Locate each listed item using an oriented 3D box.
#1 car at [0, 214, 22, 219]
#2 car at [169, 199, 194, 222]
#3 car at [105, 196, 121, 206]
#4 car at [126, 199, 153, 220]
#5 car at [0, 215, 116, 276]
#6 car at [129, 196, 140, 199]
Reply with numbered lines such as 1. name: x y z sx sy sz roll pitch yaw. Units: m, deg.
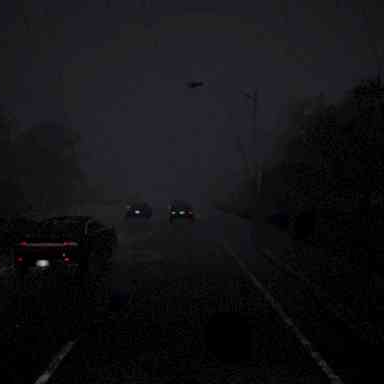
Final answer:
1. car: -7.427 1.563 12.894 1.994 1.385 4.181 0 0 -2
2. car: -0.832 1.535 26.382 2.033 1.411 5.357 0 0 -3
3. car: -12.915 1.457 54.498 1.882 1.535 5.008 0 0 -2
4. car: -4.442 1.552 28.519 1.994 1.385 4.181 0 0 -3
5. car: -3.654 1.489 10.400 2.128 1.511 4.902 0 0 -2
6. car: -9.384 1.469 53.885 2.128 1.511 4.902 0 0 -3
